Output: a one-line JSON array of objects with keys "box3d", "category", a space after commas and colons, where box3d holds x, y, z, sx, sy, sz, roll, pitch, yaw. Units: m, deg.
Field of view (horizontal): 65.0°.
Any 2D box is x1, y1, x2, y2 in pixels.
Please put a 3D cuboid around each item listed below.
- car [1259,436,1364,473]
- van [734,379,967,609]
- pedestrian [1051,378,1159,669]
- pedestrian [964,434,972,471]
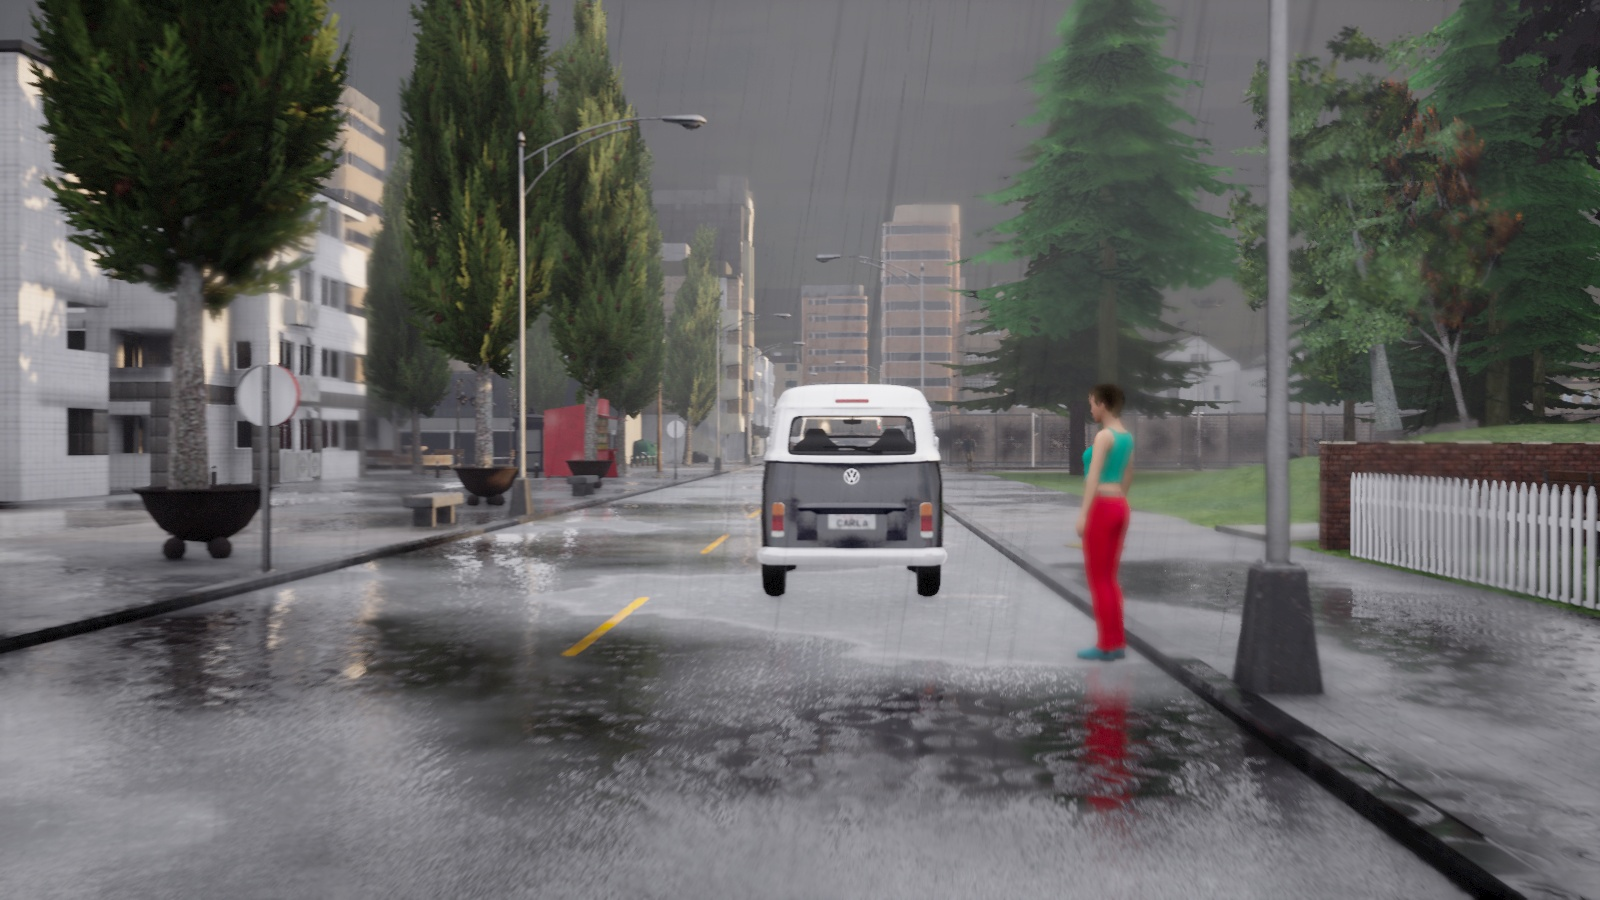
[{"box3d": [26.354, 0.230, 64.778, 4.605, 1.855, 1.932, 0, 0, 2], "category": "car"}, {"box3d": [0.538, 0.392, 13.410, 2.069, 2.038, 4.480, 0, 0, 2], "category": "van"}, {"box3d": [2.005, 0.463, 8.267, 0.345, 1.836, 0.594, 0, 0, -45], "category": "pedestrian"}, {"box3d": [8.235, 0.118, 61.595, 0.402, 1.842, 0.726, 0, 0, 8], "category": "pedestrian"}]
